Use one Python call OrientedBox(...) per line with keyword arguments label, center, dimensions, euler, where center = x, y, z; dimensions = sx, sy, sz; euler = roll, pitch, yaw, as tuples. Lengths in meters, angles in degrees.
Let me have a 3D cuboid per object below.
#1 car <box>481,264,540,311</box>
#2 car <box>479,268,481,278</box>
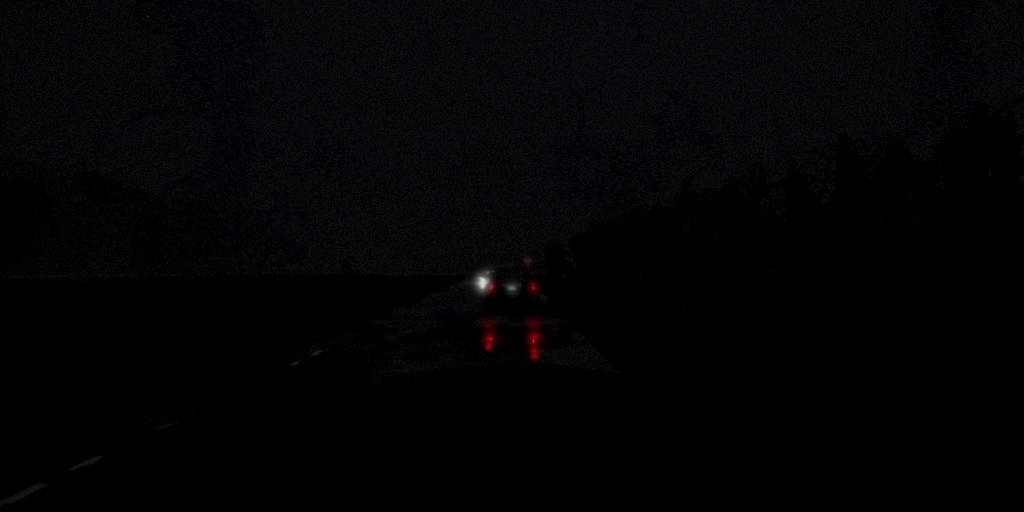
OrientedBox(label="car", center=(0.023, 1.239, 15.269), dimensions=(2.097, 1.767, 4.553), euler=(0, -1, 0))
OrientedBox(label="car", center=(-2.765, 1.740, 42.443), dimensions=(2.128, 1.511, 4.902), euler=(0, -1, 0))
